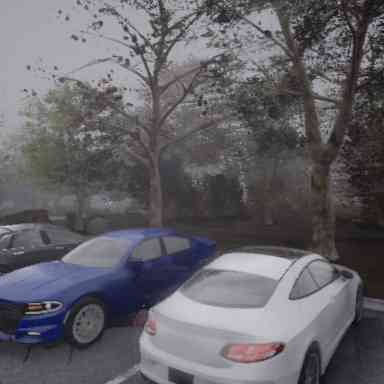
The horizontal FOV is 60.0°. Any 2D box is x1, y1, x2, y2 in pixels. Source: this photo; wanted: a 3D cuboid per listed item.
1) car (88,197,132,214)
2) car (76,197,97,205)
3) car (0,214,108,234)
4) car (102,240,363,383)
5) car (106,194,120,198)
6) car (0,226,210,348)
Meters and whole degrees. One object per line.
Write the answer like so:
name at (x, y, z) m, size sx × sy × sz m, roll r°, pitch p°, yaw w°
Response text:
car at (-8.481, 1.621, 35.353) m, size 1.812 × 1.442 × 4.674 m, roll -4°, pitch -2°, yaw 35°
car at (-24.361, 2.078, 76.848) m, size 4.553 × 1.767 × 2.097 m, roll -3°, pitch -2°, yaw 35°
car at (-4.008, 1.576, 8.663) m, size 2.231 × 1.521 × 4.892 m, roll -1°, pitch 0°, yaw 35°
car at (1.224, 1.540, 4.939) m, size 2.002 × 1.452 × 4.674 m, roll -1°, pitch 0°, yaw 35°
car at (-15.332, 1.458, 64.098) m, size 2.150 × 2.045 × 5.566 m, roll -3°, pitch 0°, yaw 1°
car at (-1.336, 1.536, 6.773) m, size 2.097 × 1.535 × 5.008 m, roll -1°, pitch 0°, yaw 35°
